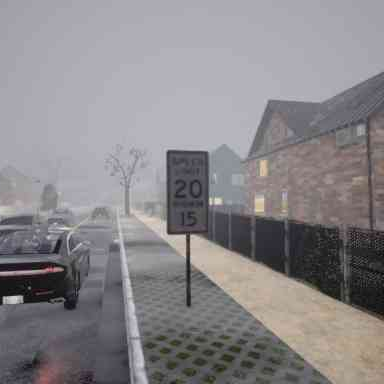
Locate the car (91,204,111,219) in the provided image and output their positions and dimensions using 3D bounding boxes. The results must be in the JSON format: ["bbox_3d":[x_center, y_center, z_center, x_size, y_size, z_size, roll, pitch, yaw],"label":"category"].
[{"bbox_3d":[-10.315,2.260,37.739,1.837,1.490,4.892,0,-1,-13],"label":"car"}]

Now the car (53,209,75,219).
[{"bbox_3d":[-11.062,2.106,28.082,2.033,1.411,5.357,0,-1,-13],"label":"car"}]

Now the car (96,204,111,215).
[{"bbox_3d":[-12.663,2.457,47.760,1.882,1.535,5.008,0,-1,-13],"label":"car"}]

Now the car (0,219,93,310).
[{"bbox_3d":[-3.509,1.626,7.893,2.128,1.511,4.902,0,-1,-13],"label":"car"}]

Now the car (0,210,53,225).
[{"bbox_3d":[-8.359,1.818,16.279,1.837,1.490,4.892,0,-1,-13],"label":"car"}]
